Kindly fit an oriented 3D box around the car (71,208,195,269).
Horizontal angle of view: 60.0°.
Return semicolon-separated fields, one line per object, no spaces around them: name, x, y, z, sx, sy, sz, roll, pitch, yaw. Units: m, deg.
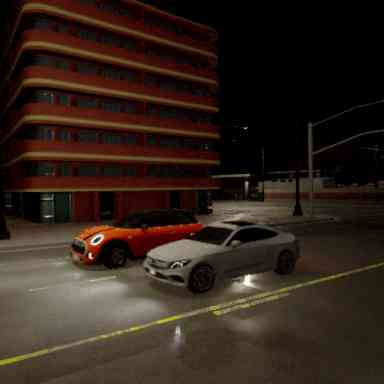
car;-1.681;1.389;11.380;4.553;1.767;2.097;0;0;-35

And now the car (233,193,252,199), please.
car;12.919;1.061;81.968;3.806;1.475;1.970;-1;1;-35

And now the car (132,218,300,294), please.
car;0.995;1.554;8.987;4.674;1.442;1.812;0;0;-35

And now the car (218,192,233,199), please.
car;8.949;0.929;86.191;4.611;1.667;2.242;-1;1;-35
